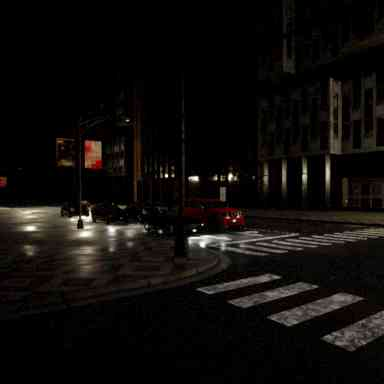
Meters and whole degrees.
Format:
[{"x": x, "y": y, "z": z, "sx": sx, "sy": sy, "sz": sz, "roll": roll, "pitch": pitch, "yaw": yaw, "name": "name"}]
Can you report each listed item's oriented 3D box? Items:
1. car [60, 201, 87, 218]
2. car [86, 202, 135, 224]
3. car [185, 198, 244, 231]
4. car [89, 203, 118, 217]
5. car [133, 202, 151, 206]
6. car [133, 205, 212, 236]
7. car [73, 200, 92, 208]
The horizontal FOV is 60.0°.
[{"x": -13.012, "y": 1.867, "z": 36.887, "sx": 2.097, "sy": 1.767, "sz": 4.553, "roll": 0, "pitch": -1, "yaw": -35, "name": "car"}, {"x": -7.101, "y": 1.855, "z": 28.616, "sx": 1.882, "sy": 1.535, "sz": 5.008, "roll": 0, "pitch": -1, "yaw": -36, "name": "car"}, {"x": 1.074, "y": 1.455, "z": 22.822, "sx": 2.150, "sy": 2.045, "sz": 5.566, "roll": 0, "pitch": -1, "yaw": -34, "name": "car"}, {"x": -10.365, "y": 2.024, "z": 38.771, "sx": 1.812, "sy": 1.442, "sz": 4.674, "roll": 0, "pitch": -1, "yaw": -35, "name": "car"}, {"x": -4.582, "y": 1.716, "z": 30.686, "sx": 2.097, "sy": 1.767, "sz": 4.553, "roll": 0, "pitch": -1, "yaw": -36, "name": "car"}, {"x": -1.411, "y": 1.793, "z": 20.665, "sx": 2.033, "sy": 1.411, "sz": 5.357, "roll": 0, "pitch": -1, "yaw": -36, "name": "car"}, {"x": -21.964, "y": 2.406, "z": 66.459, "sx": 2.033, "sy": 1.411, "sz": 5.357, "roll": 0, "pitch": -1, "yaw": -36, "name": "car"}]
